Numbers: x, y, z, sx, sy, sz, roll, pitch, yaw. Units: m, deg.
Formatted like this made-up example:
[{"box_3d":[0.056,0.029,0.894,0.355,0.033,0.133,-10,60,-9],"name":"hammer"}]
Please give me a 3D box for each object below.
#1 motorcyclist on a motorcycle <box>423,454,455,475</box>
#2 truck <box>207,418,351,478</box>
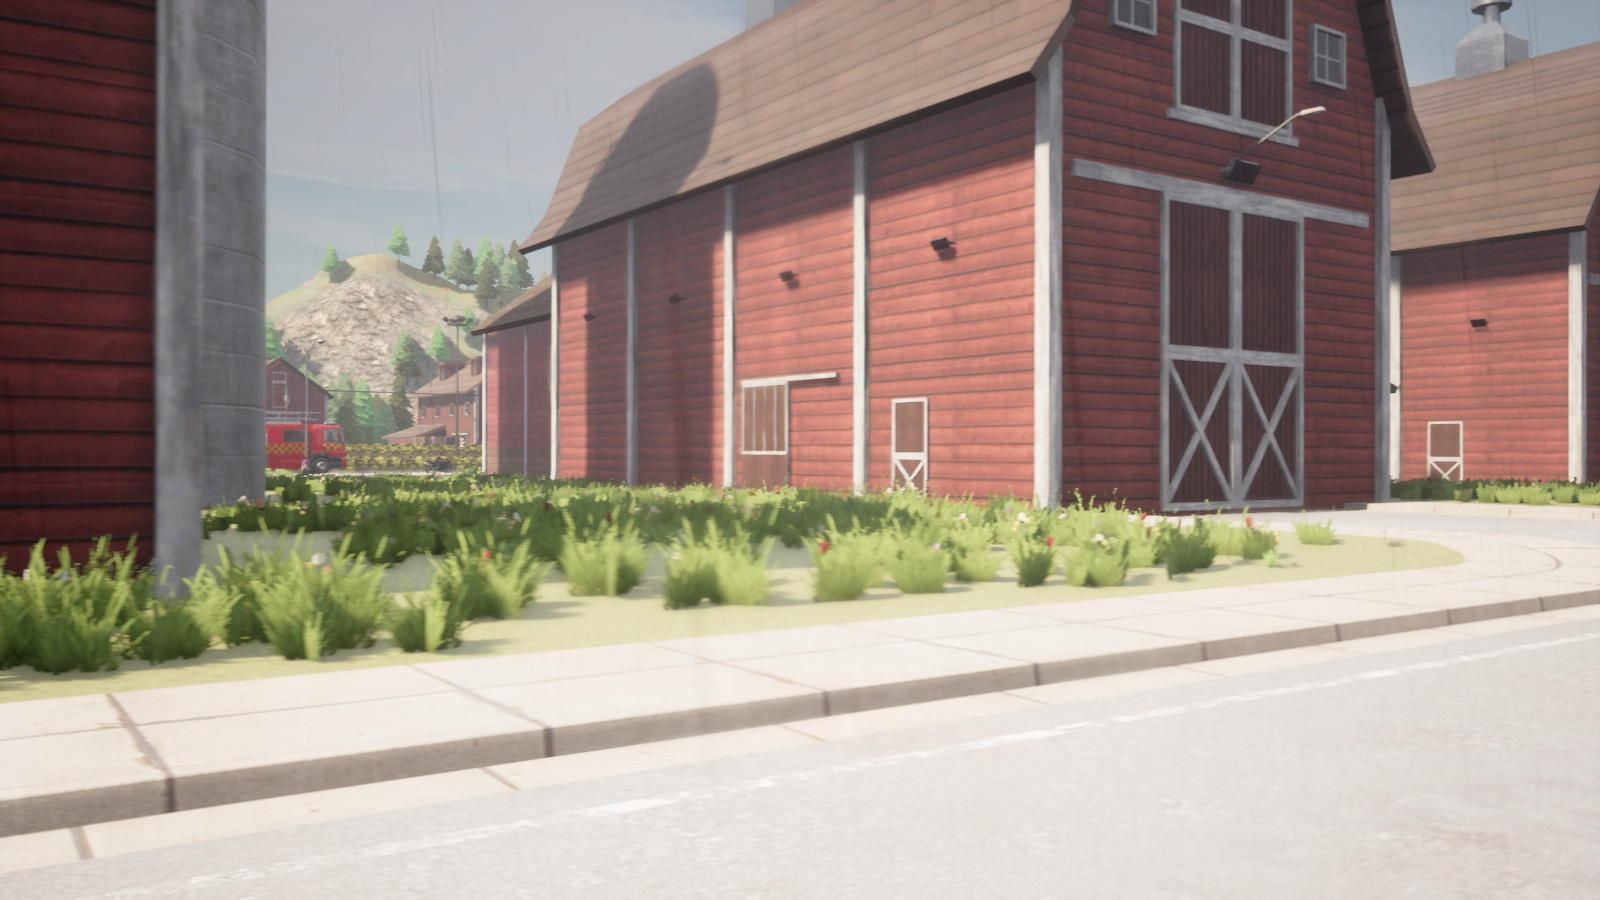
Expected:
[{"box_3d":[-25.794,1.028,89.623,2.044,1.523,0.797,0,0,-34],"name":"motorcyclist on a motorcycle"},{"box_3d":[-34.587,-0.115,83.542,8.468,3.827,2.891,0,0,-33],"name":"truck"}]
